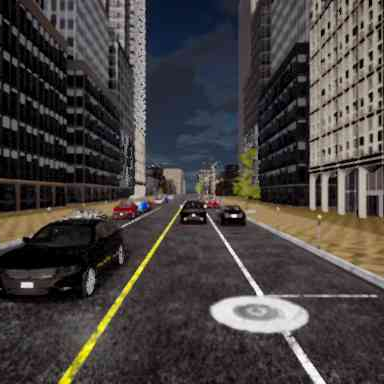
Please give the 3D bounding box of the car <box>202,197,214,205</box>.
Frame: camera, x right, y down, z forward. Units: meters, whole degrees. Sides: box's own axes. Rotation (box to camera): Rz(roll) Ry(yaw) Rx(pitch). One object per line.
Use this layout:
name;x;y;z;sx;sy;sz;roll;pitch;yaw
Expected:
car;2.698;1.540;57.479;1.802;1.307;4.206;0;0;0

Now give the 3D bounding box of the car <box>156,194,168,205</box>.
car;-5.682;1.398;57.493;1.967;1.590;4.097;0;0;0

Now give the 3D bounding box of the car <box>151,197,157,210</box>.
car;-5.684;1.557;40.418;1.802;1.307;4.206;0;0;0

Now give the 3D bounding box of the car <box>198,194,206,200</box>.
car;2.701;1.359;91.630;1.967;1.590;4.097;0;0;0

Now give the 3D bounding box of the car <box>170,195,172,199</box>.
car;-5.682;1.512;68.879;1.947;1.339;4.313;0;0;0

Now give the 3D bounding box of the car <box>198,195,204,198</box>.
car;0.103;1.477;42.079;2.163;1.488;4.792;0;0;0

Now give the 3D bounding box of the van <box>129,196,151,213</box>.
van;-5.684;1.321;34.725;1.690;1.788;3.998;0;0;0

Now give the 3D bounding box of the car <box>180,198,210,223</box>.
car;0.103;1.464;25.386;1.882;1.535;5.008;0;0;0

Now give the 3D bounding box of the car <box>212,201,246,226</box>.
car;2.695;1.554;23.327;1.947;1.339;4.313;0;0;0

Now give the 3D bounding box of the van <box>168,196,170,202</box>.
van;-5.681;1.293;63.186;1.690;1.788;3.998;0;0;0

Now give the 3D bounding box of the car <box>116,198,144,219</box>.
car;-5.685;1.529;29.033;1.887;1.381;4.507;0;0;0

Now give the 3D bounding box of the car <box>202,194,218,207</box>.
car;2.698;1.410;46.094;1.967;1.590;4.097;0;0;0

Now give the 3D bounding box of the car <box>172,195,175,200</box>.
car;-5.680;1.444;91.476;1.752;1.417;4.829;0;0;0

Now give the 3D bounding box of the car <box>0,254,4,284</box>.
car;-5.687;1.579;6.263;1.802;1.307;4.206;0;0;0

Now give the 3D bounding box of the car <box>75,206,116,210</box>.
car;-5.686;1.542;17.648;2.008;1.369;4.403;0;0;0

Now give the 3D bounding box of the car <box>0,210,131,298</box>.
car;-3.097;1.474;8.747;1.882;1.535;5.008;0;0;0
